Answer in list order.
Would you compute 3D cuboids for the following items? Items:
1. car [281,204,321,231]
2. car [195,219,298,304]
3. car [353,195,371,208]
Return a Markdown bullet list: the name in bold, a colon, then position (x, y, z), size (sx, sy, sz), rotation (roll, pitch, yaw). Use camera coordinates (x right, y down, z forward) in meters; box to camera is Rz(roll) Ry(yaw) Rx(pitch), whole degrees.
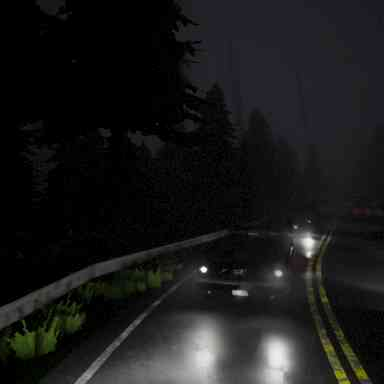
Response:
- **car**: position (6.657, 1.460, 20.057), size (2.033, 1.411, 5.357), rotation (-2, 0, 26)
- **car**: position (1.581, 1.598, 8.414), size (1.895, 1.301, 4.718), rotation (-1, 0, 18)
- **car**: position (20.605, 1.058, 40.247), size (2.128, 1.511, 4.902), rotation (-2, 0, 28)
